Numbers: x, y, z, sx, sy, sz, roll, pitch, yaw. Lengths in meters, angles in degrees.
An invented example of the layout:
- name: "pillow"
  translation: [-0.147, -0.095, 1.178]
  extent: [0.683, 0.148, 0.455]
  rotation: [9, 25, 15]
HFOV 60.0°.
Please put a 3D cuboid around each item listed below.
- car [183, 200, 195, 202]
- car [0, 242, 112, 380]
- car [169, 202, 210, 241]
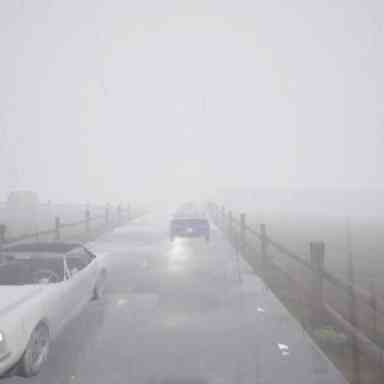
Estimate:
- name: "car"
  translation: [-0.347, 1.670, 37.507]
  extent: [2.128, 1.511, 4.902]
  rotation: [0, -1, -1]
- name: "car"
  translation: [-2.812, 1.630, 5.660]
  extent: [1.895, 1.301, 4.718]
  rotation: [0, 0, -1]
- name: "car"
  translation: [-0.116, 1.525, 17.108]
  extent: [1.882, 1.535, 5.008]
  rotation: [0, 0, -1]
